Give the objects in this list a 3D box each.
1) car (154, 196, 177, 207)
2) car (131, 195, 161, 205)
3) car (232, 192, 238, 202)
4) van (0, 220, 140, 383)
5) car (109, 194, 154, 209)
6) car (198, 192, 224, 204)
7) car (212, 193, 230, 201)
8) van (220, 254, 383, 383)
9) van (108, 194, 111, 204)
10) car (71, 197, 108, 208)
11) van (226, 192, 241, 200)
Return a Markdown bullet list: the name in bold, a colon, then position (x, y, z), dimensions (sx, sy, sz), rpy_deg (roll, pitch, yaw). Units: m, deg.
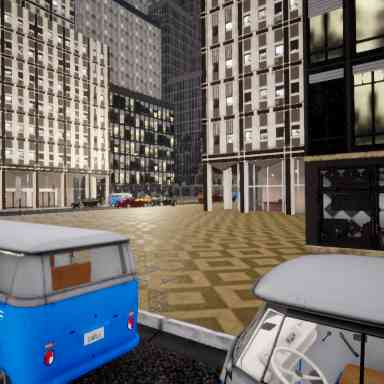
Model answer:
- **car**: position (-3.703, 1.230, 43.433), dimensions (2.008, 1.369, 4.403), rpy_deg (0, 0, 36)
- **car**: position (-7.248, 1.278, 52.768), dimensions (1.752, 1.417, 4.829), rpy_deg (0, 0, 36)
- **car**: position (6.299, 1.101, 57.072), dimensions (2.008, 1.369, 4.403), rpy_deg (0, 0, 36)
- **van**: position (-2.574, 1.342, 4.728), dimensions (3.998, 1.788, 1.690), rpy_deg (0, -1, 36)
- **car**: position (-7.037, 1.267, 38.886), dimensions (1.887, 1.381, 4.507), rpy_deg (0, 0, 36)
- **car**: position (2.963, 0.908, 52.525), dimensions (2.192, 1.841, 5.009), rpy_deg (0, 0, 36)
- **car**: position (6.193, 1.016, 71.098), dimensions (1.967, 1.590, 4.097), rpy_deg (0, 0, 36)
- **van**: position (1.964, 1.341, 1.486), dimensions (3.998, 1.788, 1.690), rpy_deg (0, -1, 36)
- **van**: position (-10.485, 1.135, 48.356), dimensions (1.690, 1.788, 3.998), rpy_deg (0, 0, 36)
- **car**: position (-13.818, 1.403, 43.808), dimensions (1.947, 1.339, 4.313), rpy_deg (0, 0, 36)
- **van**: position (9.528, 0.872, 75.647), dimensions (1.690, 1.788, 3.998), rpy_deg (0, 0, 36)
